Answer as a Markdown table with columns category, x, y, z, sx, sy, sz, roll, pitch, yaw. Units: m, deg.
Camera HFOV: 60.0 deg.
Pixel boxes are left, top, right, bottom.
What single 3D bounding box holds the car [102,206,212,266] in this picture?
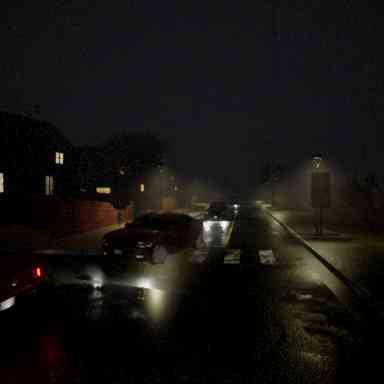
| category | x | y | z | sx | sy | sz | roll | pitch | yaw |
| --- | --- | --- | --- | --- | --- | --- | --- | --- | --- |
| car | -1.156 | 1.472 | 11.977 | 1.882 | 1.535 | 5.008 | 0 | 0 | 24 |

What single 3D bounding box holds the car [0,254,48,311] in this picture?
| category | x | y | z | sx | sy | sz | roll | pitch | yaw |
| --- | --- | --- | --- | --- | --- | --- | --- | --- | --- |
| car | -5.011 | 1.318 | 5.396 | 4.718 | 1.301 | 1.895 | 3 | 1 | 7 |

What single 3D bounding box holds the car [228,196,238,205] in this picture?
| category | x | y | z | sx | sy | sz | roll | pitch | yaw |
| --- | --- | --- | --- | --- | --- | --- | --- | --- | --- |
| car | 6.941 | 1.484 | 58.078 | 1.812 | 1.442 | 4.674 | 0 | 0 | 9 |

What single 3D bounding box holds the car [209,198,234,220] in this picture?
| category | x | y | z | sx | sy | sz | roll | pitch | yaw |
| --- | --- | --- | --- | --- | --- | --- | --- | --- | --- |
| car | 2.184 | 1.527 | 27.817 | 2.033 | 1.411 | 5.357 | 0 | 0 | 9 |
